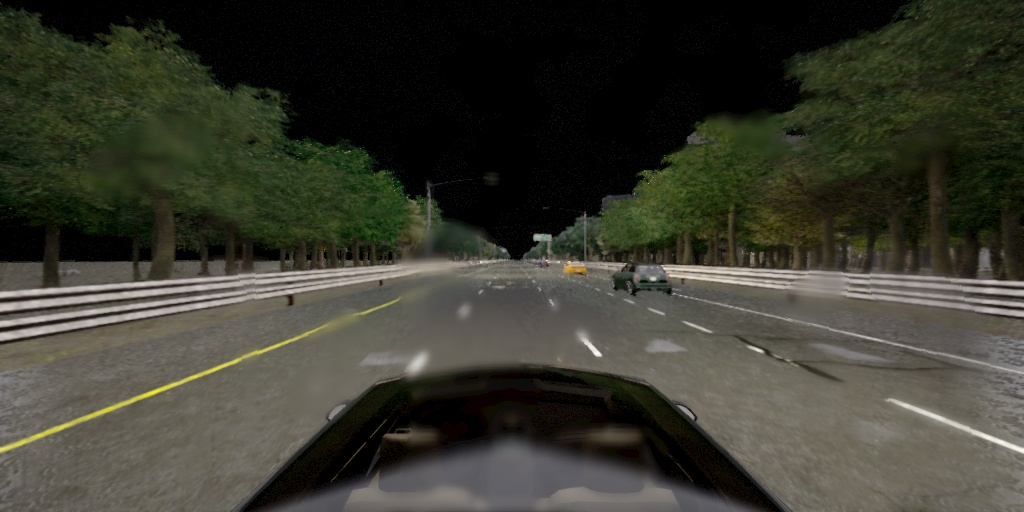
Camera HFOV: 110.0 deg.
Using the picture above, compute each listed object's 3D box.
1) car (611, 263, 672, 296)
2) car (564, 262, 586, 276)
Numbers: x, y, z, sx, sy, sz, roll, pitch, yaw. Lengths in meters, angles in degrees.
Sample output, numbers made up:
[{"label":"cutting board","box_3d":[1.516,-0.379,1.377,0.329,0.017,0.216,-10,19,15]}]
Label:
[{"label":"car","box_3d":[7.023,1.160,19.945,2.097,1.767,4.553,0,0,0]},{"label":"car","box_3d":[7.094,1.434,40.572,1.882,1.535,5.008,0,0,0]}]
